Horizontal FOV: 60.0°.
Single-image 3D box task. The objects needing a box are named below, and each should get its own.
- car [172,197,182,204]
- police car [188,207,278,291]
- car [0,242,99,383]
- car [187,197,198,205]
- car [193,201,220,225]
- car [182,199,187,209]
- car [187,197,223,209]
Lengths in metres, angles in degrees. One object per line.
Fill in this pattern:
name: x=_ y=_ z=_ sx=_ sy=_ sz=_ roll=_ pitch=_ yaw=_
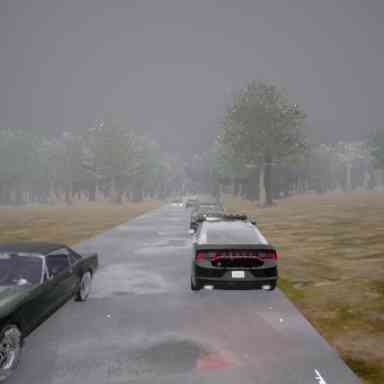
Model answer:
car: x=-2.830 y=1.641 z=65.475 sx=1.994 sy=1.385 sz=4.181 roll=0 pitch=0 yaw=0
police car: x=0.921 y=1.427 z=9.168 sx=1.930 sy=1.638 sz=5.238 roll=0 pitch=0 yaw=0
car: x=-3.089 y=1.602 z=5.520 sx=1.895 sy=1.301 sz=4.718 roll=0 pitch=0 yaw=0
car: x=0.107 y=1.675 z=63.768 sx=1.895 sy=1.301 sz=4.718 roll=0 pitch=0 yaw=0
car: x=0.963 y=1.520 z=25.059 sx=1.837 sy=1.490 sz=4.892 roll=0 pitch=0 yaw=0
car: x=0.114 y=1.535 z=47.294 sx=2.128 sy=1.511 sz=4.902 roll=0 pitch=0 yaw=1
car: x=0.947 y=1.359 z=19.030 sx=2.097 sy=1.767 sz=4.553 roll=0 pitch=0 yaw=0
